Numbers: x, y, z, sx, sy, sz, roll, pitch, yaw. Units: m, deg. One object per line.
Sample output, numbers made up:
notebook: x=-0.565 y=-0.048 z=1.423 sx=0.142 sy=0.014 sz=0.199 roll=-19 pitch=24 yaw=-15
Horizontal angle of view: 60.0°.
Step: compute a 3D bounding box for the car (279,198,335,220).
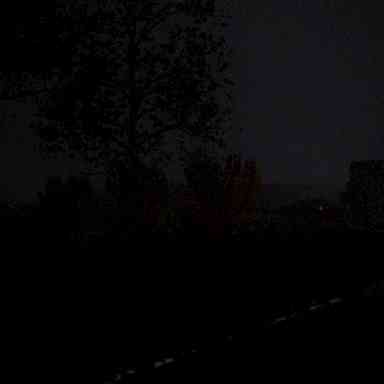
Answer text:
car: x=9.749 y=1.360 z=28.665 sx=2.097 sy=1.767 sz=4.553 roll=-2 pitch=0 yaw=-35
